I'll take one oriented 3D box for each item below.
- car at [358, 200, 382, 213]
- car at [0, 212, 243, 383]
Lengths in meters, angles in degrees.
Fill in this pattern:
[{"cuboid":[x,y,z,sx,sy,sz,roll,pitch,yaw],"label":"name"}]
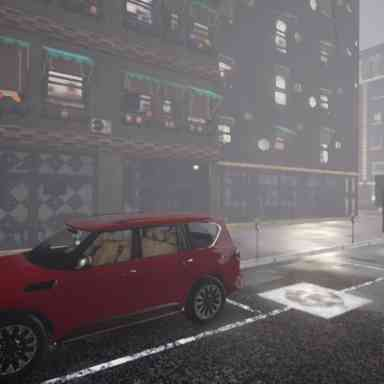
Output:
[{"cuboid":[20.164,1.536,37.359,1.887,1.381,4.507,1,0,-36],"label":"car"},{"cuboid":[-1.362,1.316,5.583,5.009,1.841,2.192,0,1,-35],"label":"car"}]
